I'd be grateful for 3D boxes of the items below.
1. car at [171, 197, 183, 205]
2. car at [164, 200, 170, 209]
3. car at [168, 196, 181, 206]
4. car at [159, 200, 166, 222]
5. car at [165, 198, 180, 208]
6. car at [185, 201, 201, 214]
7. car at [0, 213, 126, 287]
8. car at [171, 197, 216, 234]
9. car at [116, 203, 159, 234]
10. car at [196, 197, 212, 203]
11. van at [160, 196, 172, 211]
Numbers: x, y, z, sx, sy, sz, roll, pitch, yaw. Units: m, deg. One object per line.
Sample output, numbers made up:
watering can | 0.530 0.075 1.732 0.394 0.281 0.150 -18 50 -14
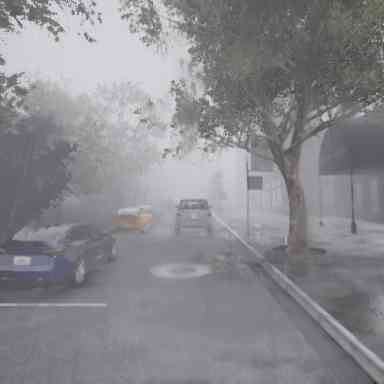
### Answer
car | -3.162 1.969 71.367 2.097 1.535 5.008 0 0 2
car | -3.647 1.783 31.898 2.163 1.488 4.792 0 0 2
car | -3.403 1.825 65.665 2.185 1.767 4.553 -1 0 2
car | -3.644 1.701 26.292 2.097 1.535 5.008 0 0 2
car | -3.404 1.937 59.956 2.231 1.521 4.892 0 0 2
car | 0.100 1.857 40.950 1.837 1.490 4.892 0 0 0
car | -3.635 1.577 9.622 2.163 1.488 4.792 1 -1 2
car | 0.100 1.392 20.670 2.150 2.045 5.566 0 0 0
car | -3.637 1.650 20.731 2.097 1.535 5.008 1 -1 2
car | 3.411 2.211 92.915 2.231 1.521 4.892 -3 -2 29
van | -3.627 1.654 48.704 1.878 1.987 4.442 1 0 2
